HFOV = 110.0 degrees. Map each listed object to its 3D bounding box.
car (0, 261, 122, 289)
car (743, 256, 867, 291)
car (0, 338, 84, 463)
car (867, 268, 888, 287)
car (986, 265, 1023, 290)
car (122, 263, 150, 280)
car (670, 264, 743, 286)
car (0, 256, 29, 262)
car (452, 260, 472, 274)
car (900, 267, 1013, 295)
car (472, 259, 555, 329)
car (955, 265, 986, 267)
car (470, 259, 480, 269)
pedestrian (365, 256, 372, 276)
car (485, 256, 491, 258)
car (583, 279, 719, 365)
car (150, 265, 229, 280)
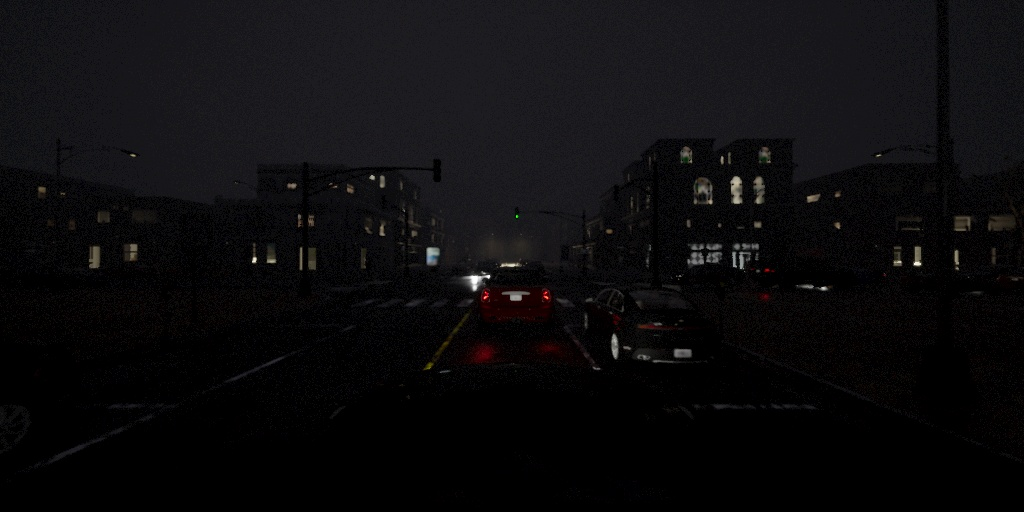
[{"bbox_3d":[-25.413,1.159,20.241,4.403,1.370,2.007,0,0,1],"label":"car"},{"bbox_3d":[17.993,1.040,22.251,5.566,2.045,2.150,0,0,2],"label":"car"},{"bbox_3d":[-5.690,1.300,2.162,2.007,1.370,4.403,0,0,0],"label":"car"},{"bbox_3d":[23.634,1.425,25.269,4.181,1.385,1.994,0,0,2],"label":"car"},{"bbox_3d":[29.179,1.303,19.397,4.097,1.591,1.967,0,0,1],"label":"car"},{"bbox_3d":[-30.818,1.205,28.707,4.207,1.307,1.802,0,0,1],"label":"car"},{"bbox_3d":[13.788,1.317,25.421,4.892,1.490,1.837,0,0,1],"label":"car"},{"bbox_3d":[-30.950,0.899,20.327,5.009,1.841,2.192,0,0,1],"label":"car"},{"bbox_3d":[-5.686,1.303,40.240,1.802,1.307,4.207,0,0,0],"label":"car"},{"bbox_3d":[23.644,1.417,19.447,4.207,1.307,1.802,0,0,1],"label":"car"},{"bbox_3d":[0.103,1.095,11.371,2.097,1.767,4.553,0,0,0],"label":"car"},{"bbox_3d":[33.730,1.417,25.111,4.892,1.490,1.837,0,0,1],"label":"car"},{"bbox_3d":[-3.069,1.323,39.095,1.895,1.301,4.718,0,0,-1],"label":"car"},{"bbox_3d":[-12.549,0.857,31.373,0.375,1.860,0.375,0,-1,1],"label":"pedestrian"},{"bbox_3d":[-2.995,1.186,59.529,1.882,1.535,5.008,0,0,0],"label":"car"},{"bbox_3d":[2.691,1.296,7.836,2.007,1.370,4.403,0,0,0],"label":"car"},{"bbox_3d":[-25.451,1.172,28.623,4.829,1.417,1.751,0,0,1],"label":"car"}]
